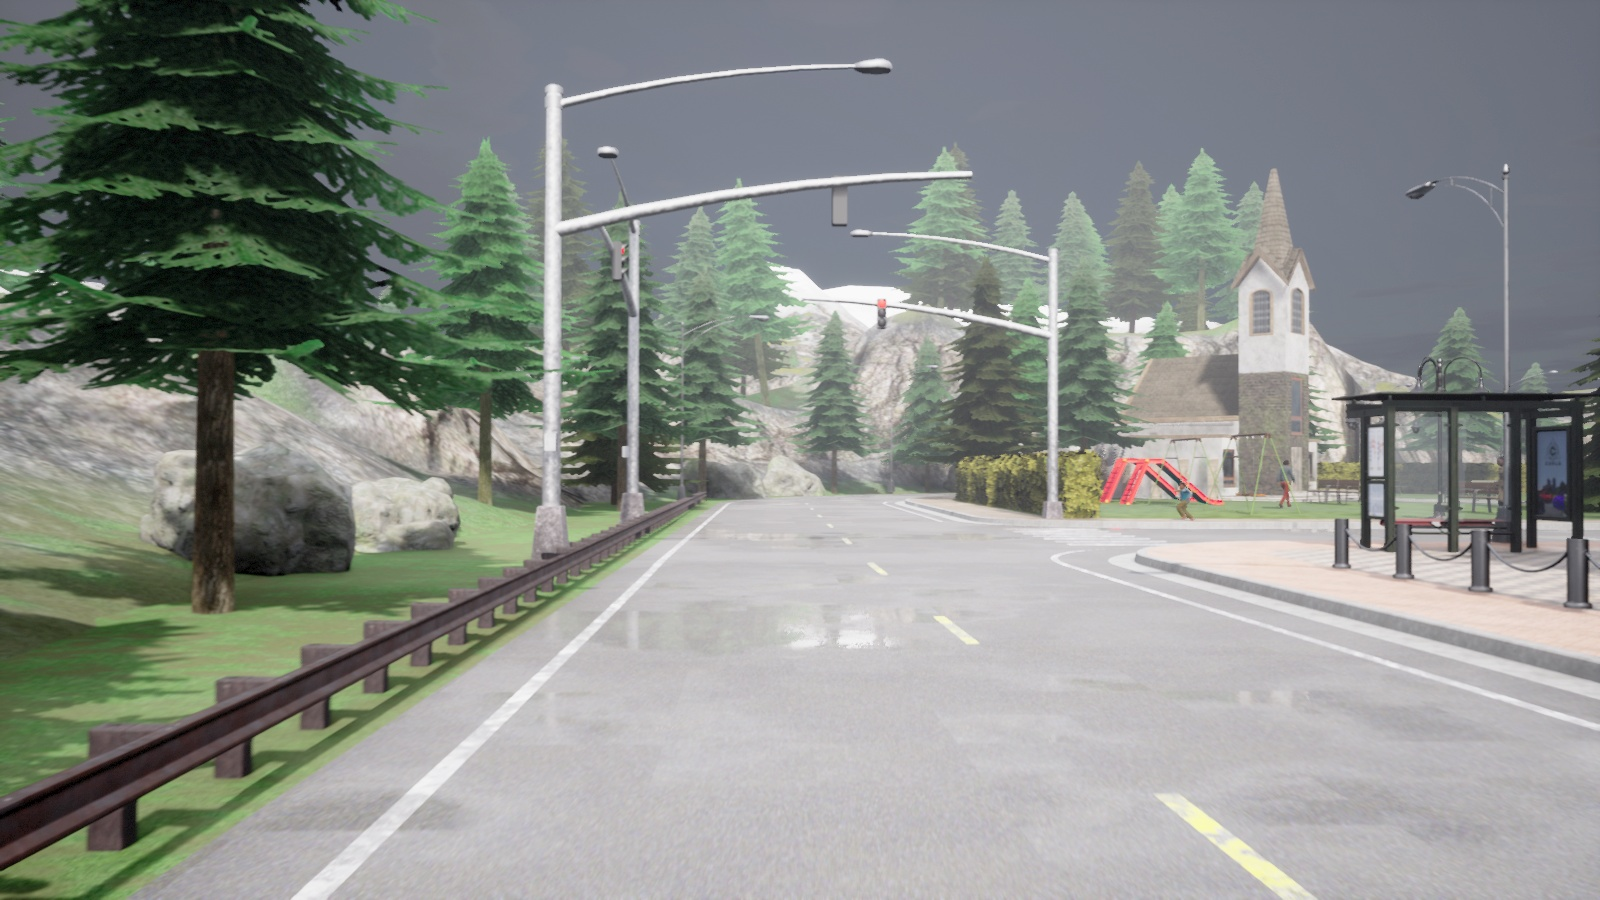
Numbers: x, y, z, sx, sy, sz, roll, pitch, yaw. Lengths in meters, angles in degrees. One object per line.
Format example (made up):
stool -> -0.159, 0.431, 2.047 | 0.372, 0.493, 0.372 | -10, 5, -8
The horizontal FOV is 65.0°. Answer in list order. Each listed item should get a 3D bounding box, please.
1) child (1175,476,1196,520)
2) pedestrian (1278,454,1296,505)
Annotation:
child -> 10.616, 1.316, 34.617 | 0.448, 1.192, 0.343 | 0, -1, -4
pedestrian -> 17.976, 1.077, 46.336 | 0.614, 1.847, 0.353 | 0, -1, -38
